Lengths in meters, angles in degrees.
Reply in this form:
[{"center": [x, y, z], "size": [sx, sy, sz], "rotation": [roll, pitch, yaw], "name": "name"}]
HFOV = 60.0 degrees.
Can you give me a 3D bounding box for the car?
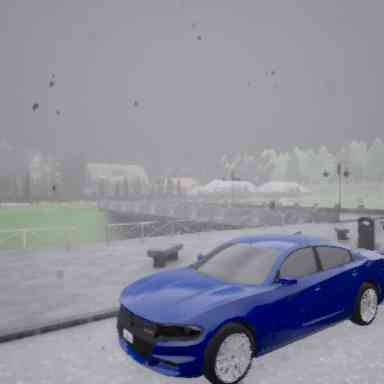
[{"center": [1.255, 1.475, 5.500], "size": [5.008, 1.535, 1.882], "rotation": [0, 0, -35], "name": "car"}]
